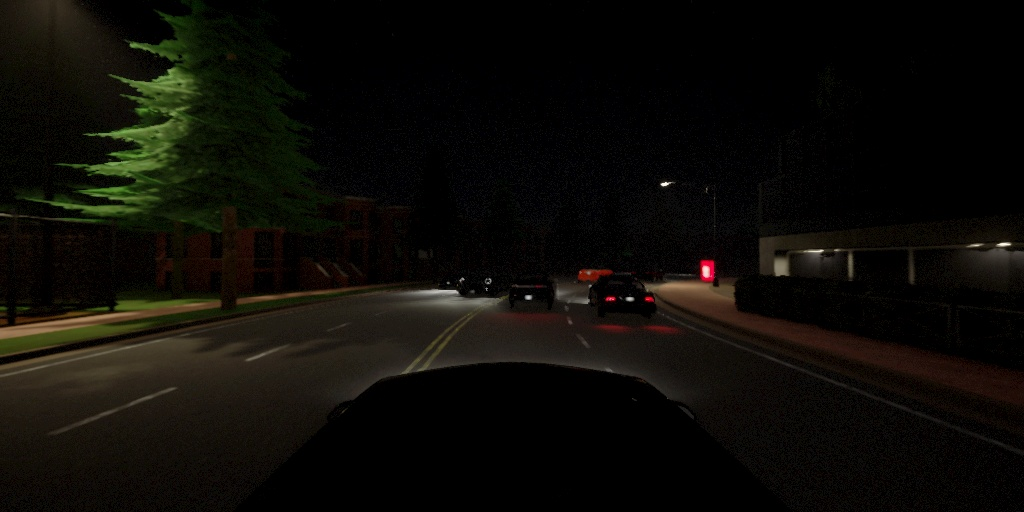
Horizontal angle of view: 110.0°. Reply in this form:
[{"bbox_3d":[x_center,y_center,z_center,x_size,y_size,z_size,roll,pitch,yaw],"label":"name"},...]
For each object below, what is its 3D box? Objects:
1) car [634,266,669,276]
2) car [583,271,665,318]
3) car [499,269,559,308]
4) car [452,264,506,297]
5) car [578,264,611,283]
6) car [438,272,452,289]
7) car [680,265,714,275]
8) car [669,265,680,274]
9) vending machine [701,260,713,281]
[{"bbox_3d":[12.937,1.680,33.867,1.882,1.535,5.008,-1,-1,38],"label":"car"},{"bbox_3d":[4.108,1.471,13.999,2.033,1.411,5.357,0,-1,7],"label":"car"},{"bbox_3d":[1.068,1.448,16.454,2.128,1.511,4.902,0,-1,10],"label":"car"},{"bbox_3d":[-1.478,1.380,21.474,2.097,1.767,4.553,0,-1,18],"label":"car"},{"bbox_3d":[7.756,1.538,32.672,2.097,1.767,4.553,0,-1,33],"label":"car"},{"bbox_3d":[-3.605,1.656,26.076,1.994,1.385,4.181,0,-1,21],"label":"car"},{"bbox_3d":[27.552,1.993,52.656,4.674,1.442,1.812,1,-1,-20],"label":"car"},{"bbox_3d":[25.686,2.112,55.750,4.718,1.301,1.895,0,-1,-21],"label":"car"},{"bbox_3d":[18.310,1.395,33.650,1.100,2.100,0.880,0,0,45],"label":"vending machine"}]
